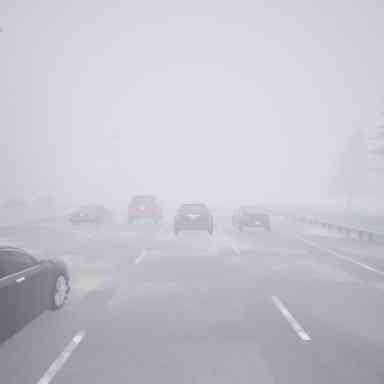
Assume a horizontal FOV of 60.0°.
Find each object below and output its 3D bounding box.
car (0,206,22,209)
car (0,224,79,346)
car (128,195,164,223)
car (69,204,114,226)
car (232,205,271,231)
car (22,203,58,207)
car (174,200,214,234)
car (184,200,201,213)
[{"bbox_3d":[-21.119,1.494,39.164,2.128,1.511,4.902,0,0,0],"label":"car"},{"bbox_3d":[-3.403,1.505,4.870,1.837,1.490,4.892,0,0,0],"label":"car"},{"bbox_3d":[-3.420,1.221,25.323,2.150,2.045,5.566,0,0,0],"label":"car"},{"bbox_3d":[-6.918,1.548,23.363,2.033,1.411,5.357,0,0,0],"label":"car"},{"bbox_3d":[3.583,1.524,20.570,1.812,1.442,4.674,0,0,0],"label":"car"},{"bbox_3d":[-17.620,1.352,39.457,2.097,1.767,4.553,0,0,0],"label":"car"},{"bbox_3d":[0.084,1.351,19.245,2.097,1.767,4.553,0,0,0],"label":"car"},{"bbox_3d":[0.067,1.599,38.244,1.895,1.301,4.718,0,0,0],"label":"car"}]
